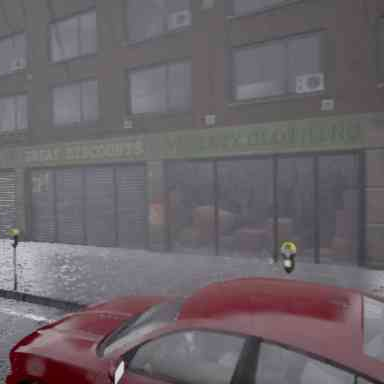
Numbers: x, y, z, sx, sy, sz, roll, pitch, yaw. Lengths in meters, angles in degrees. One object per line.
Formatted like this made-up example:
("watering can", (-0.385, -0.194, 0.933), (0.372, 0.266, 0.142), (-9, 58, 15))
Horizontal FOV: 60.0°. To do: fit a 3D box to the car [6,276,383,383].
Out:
("car", (0.417, 1.449, 2.738), (4.507, 1.381, 1.887), (-1, 2, 27))
